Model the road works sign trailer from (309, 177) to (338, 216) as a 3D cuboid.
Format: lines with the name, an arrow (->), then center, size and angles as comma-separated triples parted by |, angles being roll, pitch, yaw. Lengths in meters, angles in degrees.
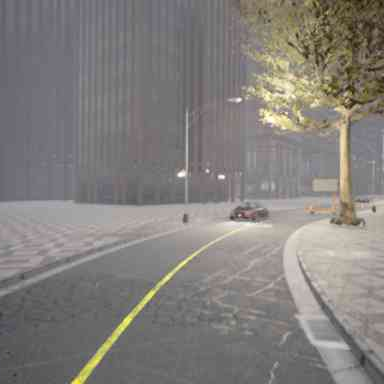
road works sign trailer -> 12.953, 0.382, 32.328 | 2.380, 3.560, 2.880 | 0, 0, 38

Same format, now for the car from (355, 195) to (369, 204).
car -> 29.600, 1.297, 58.189 | 1.882, 1.535, 5.008 | 0, 1, 39

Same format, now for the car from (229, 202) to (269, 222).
car -> 4.434, 1.478, 25.486 | 1.994, 1.385, 4.181 | 0, 0, 32

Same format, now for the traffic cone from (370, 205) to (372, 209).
traffic cone -> 22.375, 1.858, 41.451 | 0.340, 0.580, 0.340 | 0, 0, 38

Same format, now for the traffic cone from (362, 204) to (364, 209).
traffic cone -> 21.591, 1.852, 42.072 | 0.340, 0.580, 0.340 | 0, 0, 38
